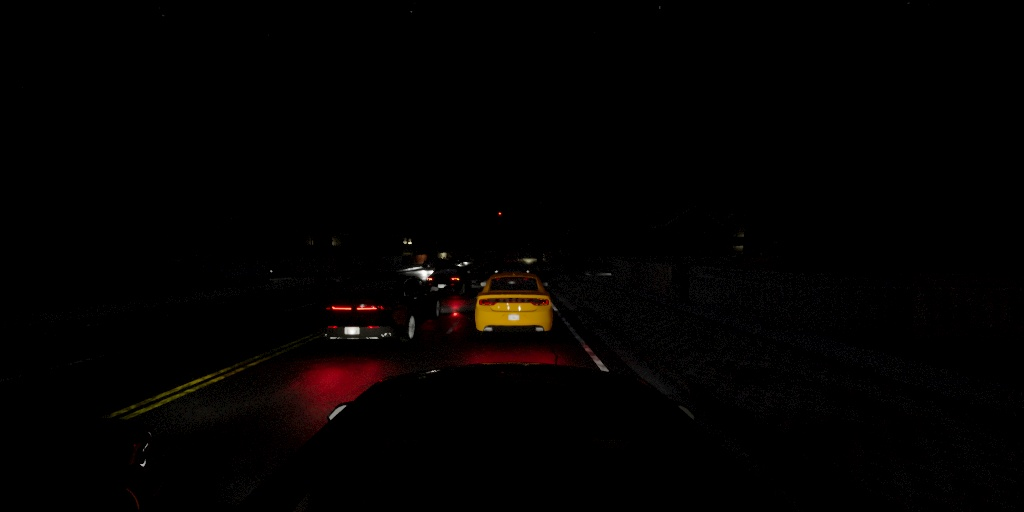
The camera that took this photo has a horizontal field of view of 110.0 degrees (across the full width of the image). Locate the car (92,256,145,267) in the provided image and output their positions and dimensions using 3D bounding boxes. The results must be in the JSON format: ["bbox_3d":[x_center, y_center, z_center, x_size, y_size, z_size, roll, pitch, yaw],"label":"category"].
[{"bbox_3d":[-34.132,1.056,31.763,5.566,2.045,2.150,0,1,4],"label":"car"}]

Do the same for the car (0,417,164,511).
[{"bbox_3d":[-3.149,1.228,0.180,1.882,1.535,5.008,0,0,0],"label":"car"}]

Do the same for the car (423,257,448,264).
[{"bbox_3d":[-9.918,0.928,45.159,2.128,1.511,4.902,0,1,0],"label":"car"}]

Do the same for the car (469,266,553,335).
[{"bbox_3d":[0.062,1.209,10.475,1.882,1.535,5.008,0,0,0],"label":"car"}]

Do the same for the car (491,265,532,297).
[{"bbox_3d":[0.008,1.245,19.364,1.994,1.385,4.181,0,0,1],"label":"car"}]

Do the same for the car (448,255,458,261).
[{"bbox_3d":[-9.934,0.900,54.343,1.994,1.385,4.181,0,1,0],"label":"car"}]

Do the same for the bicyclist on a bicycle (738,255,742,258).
[{"bbox_3d":[18.406,0.779,28.792,0.582,1.620,1.656,0,0,-2],"label":"bicyclist on a bicycle"}]

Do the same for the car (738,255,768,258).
[{"bbox_3d":[22.769,0.732,34.778,4.553,1.767,2.097,0,1,-2],"label":"car"}]

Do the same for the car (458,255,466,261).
[{"bbox_3d":[-9.914,0.650,63.949,1.882,1.535,5.008,0,1,0],"label":"car"}]

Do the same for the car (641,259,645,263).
[{"bbox_3d":[12.793,1.008,34.519,5.357,1.411,2.033,-1,1,-6],"label":"car"}]

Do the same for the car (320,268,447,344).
[{"bbox_3d":[-3.190,1.238,9.590,1.837,1.490,4.892,0,0,0],"label":"car"}]

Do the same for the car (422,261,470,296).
[{"bbox_3d":[-3.248,1.210,18.899,1.812,1.442,4.674,0,0,1],"label":"car"}]

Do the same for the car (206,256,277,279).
[{"bbox_3d":[-23.632,0.989,31.179,5.566,2.045,2.150,0,1,2],"label":"car"}]
